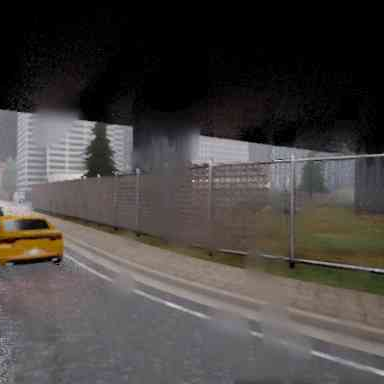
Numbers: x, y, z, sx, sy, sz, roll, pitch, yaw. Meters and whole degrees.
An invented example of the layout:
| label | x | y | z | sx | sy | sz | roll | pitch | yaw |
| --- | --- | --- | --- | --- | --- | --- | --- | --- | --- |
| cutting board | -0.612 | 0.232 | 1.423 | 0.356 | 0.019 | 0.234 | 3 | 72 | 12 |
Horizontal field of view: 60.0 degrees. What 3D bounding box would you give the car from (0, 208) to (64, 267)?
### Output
| label | x | y | z | sx | sy | sz | roll | pitch | yaw |
| --- | --- | --- | --- | --- | --- | --- | --- | --- | --- |
| car | -5.811 | 1.501 | 11.177 | 1.882 | 1.535 | 5.008 | 1 | 0 | -36 |
